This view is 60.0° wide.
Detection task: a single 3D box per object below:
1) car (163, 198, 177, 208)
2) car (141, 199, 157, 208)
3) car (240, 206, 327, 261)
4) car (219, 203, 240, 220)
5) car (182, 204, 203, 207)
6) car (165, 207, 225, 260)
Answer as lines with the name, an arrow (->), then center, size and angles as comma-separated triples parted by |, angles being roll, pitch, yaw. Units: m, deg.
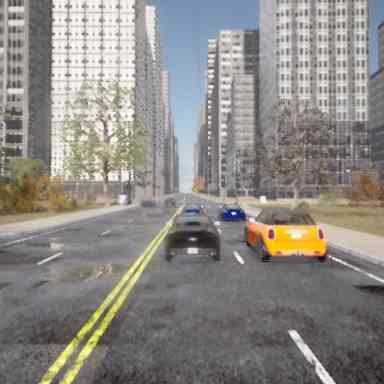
car -> -3.296, 1.641, 51.407 | 1.837, 1.490, 4.892 | 0, -1, 0
car -> -6.548, 1.699, 51.248 | 1.994, 1.385, 4.181 | 0, 0, 0
car -> 3.292, 1.392, 12.532 | 2.097, 1.767, 4.553 | 0, 0, 0
car -> 3.296, 1.648, 27.959 | 1.994, 1.385, 4.181 | 0, 0, 1
car -> 0.044, 1.647, 27.711 | 1.994, 1.385, 4.181 | 0, 0, 1
car -> 0.042, 1.547, 12.603 | 1.837, 1.490, 4.892 | 0, 0, 1
